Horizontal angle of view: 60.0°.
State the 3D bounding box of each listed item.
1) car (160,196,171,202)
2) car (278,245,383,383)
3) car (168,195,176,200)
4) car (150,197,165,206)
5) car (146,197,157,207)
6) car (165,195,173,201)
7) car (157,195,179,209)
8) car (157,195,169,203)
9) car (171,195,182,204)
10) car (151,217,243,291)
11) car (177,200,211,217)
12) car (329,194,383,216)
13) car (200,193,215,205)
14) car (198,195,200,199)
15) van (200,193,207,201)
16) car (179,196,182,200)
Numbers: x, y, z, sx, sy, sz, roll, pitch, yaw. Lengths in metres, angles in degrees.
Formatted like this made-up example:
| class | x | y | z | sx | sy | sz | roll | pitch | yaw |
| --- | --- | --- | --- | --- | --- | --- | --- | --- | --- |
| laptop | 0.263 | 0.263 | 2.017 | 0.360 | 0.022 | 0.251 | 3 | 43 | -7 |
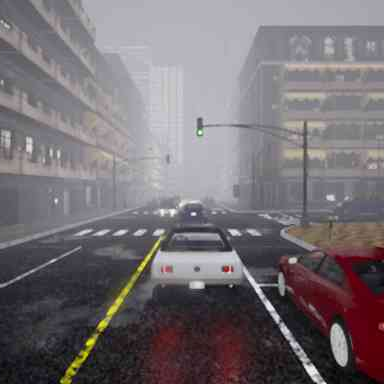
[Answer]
| class | x | y | z | sx | sy | sz | roll | pitch | yaw |
| --- | --- | --- | --- | --- | --- | --- | --- | --- | --- |
| car | -5.637 | 1.495 | 71.073 | 1.802 | 1.307 | 4.206 | -1 | 0 | 0 |
| car | 2.687 | 1.535 | 5.478 | 1.887 | 1.381 | 4.507 | 0 | 0 | 0 |
| car | -5.618 | 1.484 | 93.185 | 1.802 | 1.307 | 4.206 | -1 | 0 | 0 |
| car | -5.651 | 1.492 | 54.489 | 1.947 | 1.339 | 4.313 | 0 | 0 | 0 |
| car | -5.656 | 1.482 | 48.962 | 2.008 | 1.369 | 4.403 | 0 | 0 | 0 |
| car | -5.628 | 1.432 | 81.959 | 1.752 | 1.417 | 4.829 | -1 | 0 | 0 |
| car | -3.057 | 1.501 | 43.294 | 1.994 | 1.385 | 4.181 | 0 | 0 | 0 |
| car | -5.643 | 1.357 | 65.545 | 1.967 | 1.590 | 4.097 | -1 | 0 | 0 |
| car | -2.948 | 1.424 | 63.041 | 1.837 | 1.490 | 4.892 | 0 | 0 | 0 |
| car | 0.108 | 1.586 | 8.920 | 1.895 | 1.301 | 4.718 | 0 | 0 | 0 |
| car | 0.122 | 1.523 | 25.175 | 1.994 | 1.385 | 4.181 | 0 | 0 | 0 |
| car | 14.175 | 1.046 | 28.434 | 4.553 | 1.767 | 2.097 | -1 | 1 | 2 |
| car | 2.728 | 1.367 | 54.477 | 1.967 | 1.590 | 4.097 | -1 | 0 | 0 |
| car | 2.743 | 1.464 | 71.060 | 2.008 | 1.369 | 4.403 | -1 | 0 | 0 |
| van | 2.750 | 1.248 | 82.116 | 1.690 | 1.788 | 3.998 | -1 | 0 | 0 |
| car | -3.032 | 1.476 | 52.681 | 2.033 | 1.411 | 5.357 | 0 | 0 | 1 |
